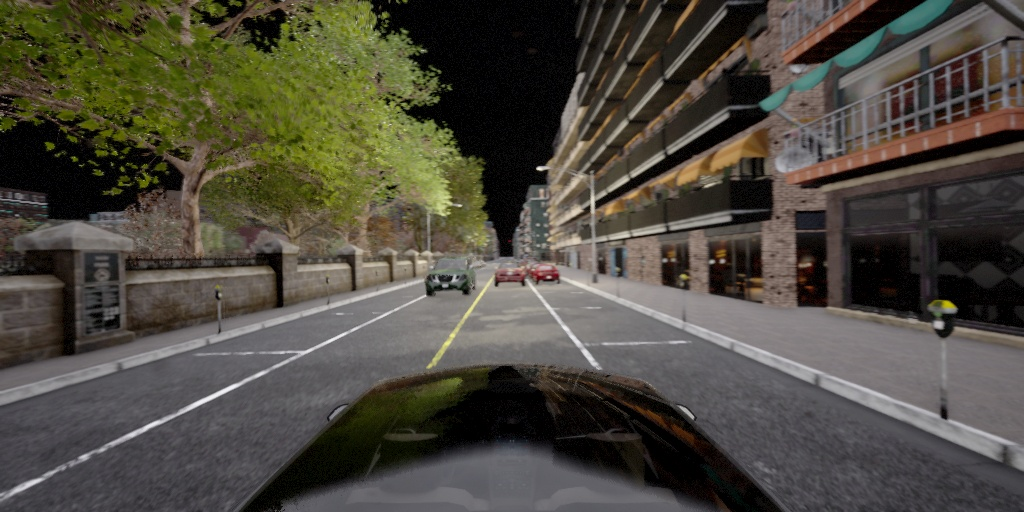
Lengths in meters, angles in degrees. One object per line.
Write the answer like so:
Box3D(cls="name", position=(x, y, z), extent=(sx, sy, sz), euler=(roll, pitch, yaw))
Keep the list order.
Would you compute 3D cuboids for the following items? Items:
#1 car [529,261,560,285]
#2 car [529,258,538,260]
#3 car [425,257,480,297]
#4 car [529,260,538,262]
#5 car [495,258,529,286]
Box3D(cls="car", position=(2.471, 1.288, 26.320), extent=(1.888, 1.381, 4.507), euler=(0, 0, -1))
Box3D(cls="car", position=(2.337, 1.214, 37.579), extent=(1.967, 1.591, 4.097), euler=(0, 0, -1))
Box3D(cls="car", position=(-3.257, 1.079, 20.101), extent=(2.150, 2.045, 5.566), euler=(-1, 0, -1))
Box3D(cls="car", position=(2.404, 1.303, 31.950), extent=(1.888, 1.381, 4.507), euler=(0, 0, -1))
Box3D(cls="car", position=(-0.153, 1.153, 25.811), extent=(2.097, 1.767, 4.553), euler=(-1, 0, 0))
